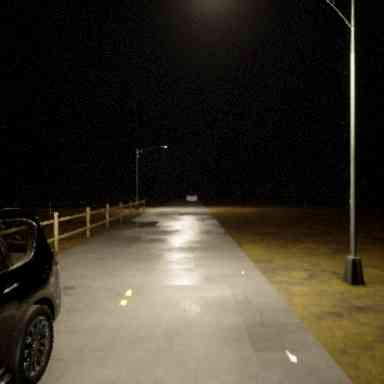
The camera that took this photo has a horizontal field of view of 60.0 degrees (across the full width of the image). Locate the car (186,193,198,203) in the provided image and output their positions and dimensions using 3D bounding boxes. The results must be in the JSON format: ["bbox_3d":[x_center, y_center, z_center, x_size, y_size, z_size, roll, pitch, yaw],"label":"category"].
[{"bbox_3d":[-0.001,1.121,63.654,2.150,2.045,5.566,0,0,0],"label":"car"}]

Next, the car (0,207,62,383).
[{"bbox_3d":[-2.843,1.210,2.327,2.150,2.045,5.566,0,0,0],"label":"car"}]
